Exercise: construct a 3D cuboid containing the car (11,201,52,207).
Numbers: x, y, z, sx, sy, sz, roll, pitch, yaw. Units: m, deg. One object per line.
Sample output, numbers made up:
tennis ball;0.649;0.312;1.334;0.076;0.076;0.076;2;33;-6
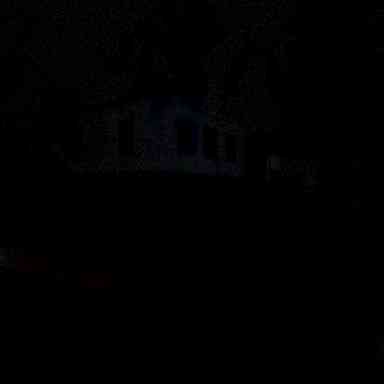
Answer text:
car;-14.643;1.528;29.135;2.033;1.411;5.357;0;0;29
